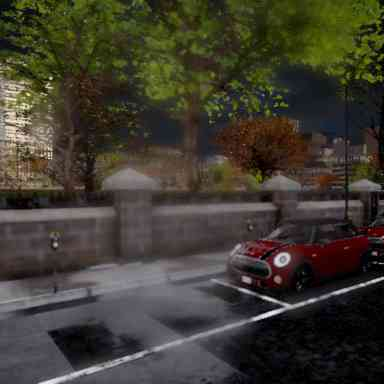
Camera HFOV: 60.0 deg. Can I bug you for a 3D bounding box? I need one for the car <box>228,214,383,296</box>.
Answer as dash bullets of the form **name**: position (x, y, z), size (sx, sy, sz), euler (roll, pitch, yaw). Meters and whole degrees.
- **car**: position (2.854, 1.440, 8.600), size (4.097, 1.590, 1.967), euler (0, 0, -36)
